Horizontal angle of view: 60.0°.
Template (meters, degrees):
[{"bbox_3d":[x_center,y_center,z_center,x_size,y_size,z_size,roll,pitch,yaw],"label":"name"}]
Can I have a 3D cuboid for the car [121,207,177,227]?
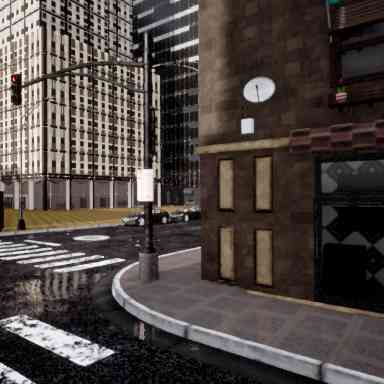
[{"bbox_3d":[-3.555,1.893,25.929,2.008,1.369,4.403,-2,-2,35],"label":"car"}]

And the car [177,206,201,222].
[{"bbox_3d":[-0.356,1.974,30.488,2.008,1.369,4.403,-2,-2,35],"label":"car"}]
